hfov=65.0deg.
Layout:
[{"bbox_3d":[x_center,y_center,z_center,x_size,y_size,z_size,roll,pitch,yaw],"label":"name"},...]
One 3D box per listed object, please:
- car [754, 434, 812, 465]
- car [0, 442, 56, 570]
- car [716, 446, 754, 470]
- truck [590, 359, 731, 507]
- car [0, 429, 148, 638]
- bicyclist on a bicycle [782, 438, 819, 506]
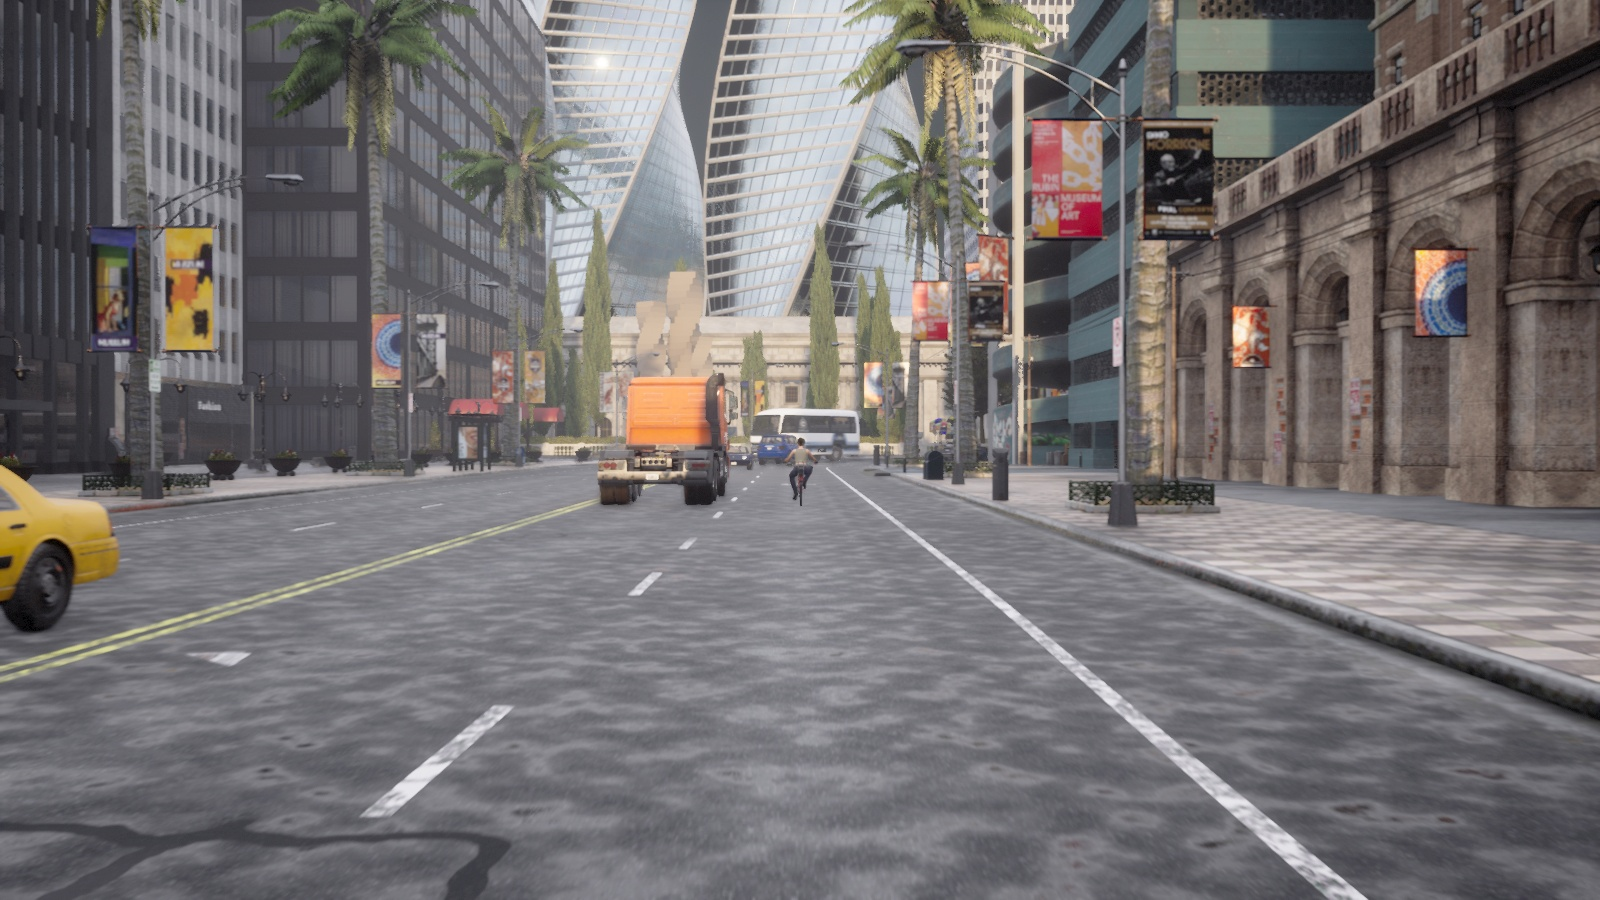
[{"bbox_3d":[-1.113,-0.020,86.022,2.150,2.045,5.566,0,0,19],"label":"car"},{"bbox_3d":[-10.398,0.663,13.318,2.163,1.488,4.792,0,0,0],"label":"car"},{"bbox_3d":[-3.664,0.439,71.806,1.895,1.301,4.718,0,0,0],"label":"car"},{"bbox_3d":[-3.493,-0.427,33.421,2.891,3.462,7.936,0,0,0],"label":"truck"},{"bbox_3d":[-6.915,0.630,8.865,1.801,1.575,5.366,0,0,0],"label":"car"},{"bbox_3d":[0.019,0.513,30.238,0.866,1.612,1.509,0,0,0],"label":"bicyclist on a bicycle"}]
